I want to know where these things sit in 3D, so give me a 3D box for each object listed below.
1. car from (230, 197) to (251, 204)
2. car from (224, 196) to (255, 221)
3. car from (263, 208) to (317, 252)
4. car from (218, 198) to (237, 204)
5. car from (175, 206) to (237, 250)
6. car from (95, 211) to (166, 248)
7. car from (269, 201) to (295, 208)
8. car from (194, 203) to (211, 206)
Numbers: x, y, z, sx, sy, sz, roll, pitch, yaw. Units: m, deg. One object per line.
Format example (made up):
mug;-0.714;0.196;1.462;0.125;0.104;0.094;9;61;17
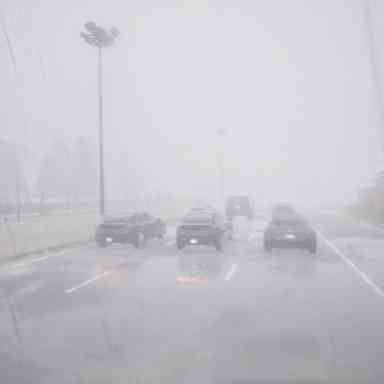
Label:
car;10.633;1.841;72.667;2.033;1.411;5.357;-1;0;38
car;4.278;1.342;29.151;2.150;2.045;5.566;-1;0;14
car;4.064;1.593;14.047;1.994;1.385;4.181;-1;0;14
car;8.023;1.960;75.009;1.895;1.301;4.718;-1;0;38
car;0.665;1.596;14.890;1.837;1.490;4.892;-1;0;14
car;-2.729;1.655;15.743;1.837;1.490;4.892;-1;0;14
car;7.756;1.574;28.566;1.837;1.490;4.892;-1;0;15
car;0.996;1.710;30.367;1.812;1.442;4.674;-1;0;15
